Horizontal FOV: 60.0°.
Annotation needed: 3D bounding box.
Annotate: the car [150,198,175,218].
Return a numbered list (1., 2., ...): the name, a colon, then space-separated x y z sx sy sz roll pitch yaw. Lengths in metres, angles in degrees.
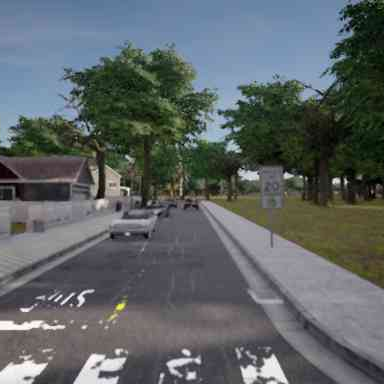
1. car: -2.926 1.470 29.981 2.128 1.511 4.902 -1 0 0

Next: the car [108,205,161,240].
1. car: -2.899 1.588 17.179 1.895 1.301 4.718 -1 0 0

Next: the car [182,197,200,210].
1. car: -0.114 1.455 41.304 1.837 1.490 4.892 -1 0 0

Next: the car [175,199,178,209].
1. car: -2.873 1.569 45.883 2.033 1.411 5.357 -1 0 0

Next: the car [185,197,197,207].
1. car: -0.137 1.478 51.733 1.812 1.442 4.674 -1 0 0
